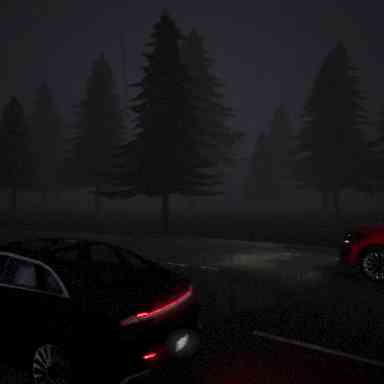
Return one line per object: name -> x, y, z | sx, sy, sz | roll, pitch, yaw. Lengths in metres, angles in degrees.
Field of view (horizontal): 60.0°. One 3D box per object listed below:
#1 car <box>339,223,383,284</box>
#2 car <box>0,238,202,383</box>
car -> 6.566, 1.227, 7.880 | 5.566, 2.045, 2.150 | 1, 0, 36
car -> -2.250, 1.445, 4.841 | 4.902, 1.511, 2.128 | 1, 0, 28
